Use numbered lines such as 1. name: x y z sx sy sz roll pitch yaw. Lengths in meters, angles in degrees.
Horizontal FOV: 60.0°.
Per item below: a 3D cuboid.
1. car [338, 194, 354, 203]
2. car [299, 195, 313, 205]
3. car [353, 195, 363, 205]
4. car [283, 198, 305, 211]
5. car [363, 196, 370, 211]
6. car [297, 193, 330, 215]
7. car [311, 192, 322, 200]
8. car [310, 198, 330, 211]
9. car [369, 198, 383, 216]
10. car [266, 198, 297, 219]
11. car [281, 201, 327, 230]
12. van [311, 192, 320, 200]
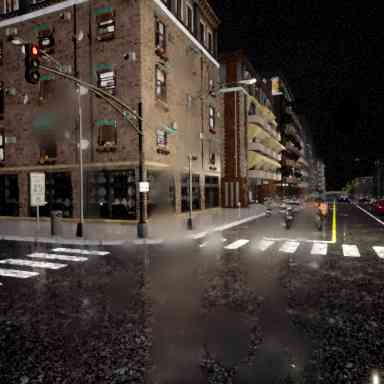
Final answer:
1. car: 26.941 1.277 58.863 1.994 1.385 4.181 0 0 23
2. car: 18.414 1.310 53.685 1.752 1.417 4.829 -1 0 23
3. car: 26.189 1.270 50.551 2.008 1.369 4.403 -1 0 23
4. car: 11.750 1.397 38.133 2.008 1.369 4.403 -1 0 23
5. car: 19.458 1.333 34.843 2.008 1.369 4.403 -1 0 23
6. car: 10.747 1.212 29.148 2.097 1.767 4.553 0 0 23
7. car: 31.940 0.995 85.256 2.192 1.841 5.009 -1 0 23
8. car: 14.758 1.384 38.308 1.994 1.385 4.181 0 0 23
9. car: 17.214 1.386 29.607 1.802 1.307 4.206 -1 0 23
10. car: 7.262 1.442 27.660 2.008 1.369 4.403 -1 0 23
11. car: 6.871 1.464 20.149 1.994 1.385 4.181 0 0 23
12. van: 29.697 1.036 80.022 1.690 1.788 3.998 -1 0 23
